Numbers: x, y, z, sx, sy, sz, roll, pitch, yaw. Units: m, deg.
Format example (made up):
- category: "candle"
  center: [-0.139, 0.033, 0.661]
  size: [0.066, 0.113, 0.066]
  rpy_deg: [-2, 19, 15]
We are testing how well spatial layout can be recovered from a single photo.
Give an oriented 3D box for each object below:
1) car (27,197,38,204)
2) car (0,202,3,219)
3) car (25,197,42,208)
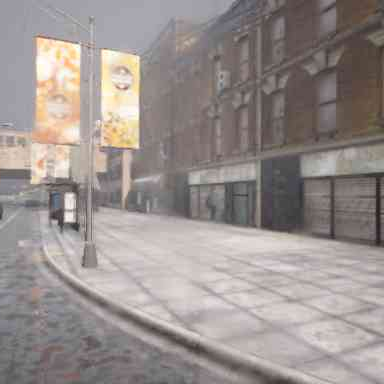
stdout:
- category: "car"
  center: [-39.156, 2.070, 81.650]
  size: [2.185, 1.767, 4.553]
  rpy_deg: [1, -1, -25]
- category: "car"
  center: [-17.650, 1.452, 28.543]
  size: [2.150, 2.045, 5.566]
  rpy_deg: [1, -1, -25]
- category: "car"
  center: [-34.617, 2.111, 71.876]
  size: [2.231, 1.521, 4.892]
  rpy_deg: [1, -1, -15]
